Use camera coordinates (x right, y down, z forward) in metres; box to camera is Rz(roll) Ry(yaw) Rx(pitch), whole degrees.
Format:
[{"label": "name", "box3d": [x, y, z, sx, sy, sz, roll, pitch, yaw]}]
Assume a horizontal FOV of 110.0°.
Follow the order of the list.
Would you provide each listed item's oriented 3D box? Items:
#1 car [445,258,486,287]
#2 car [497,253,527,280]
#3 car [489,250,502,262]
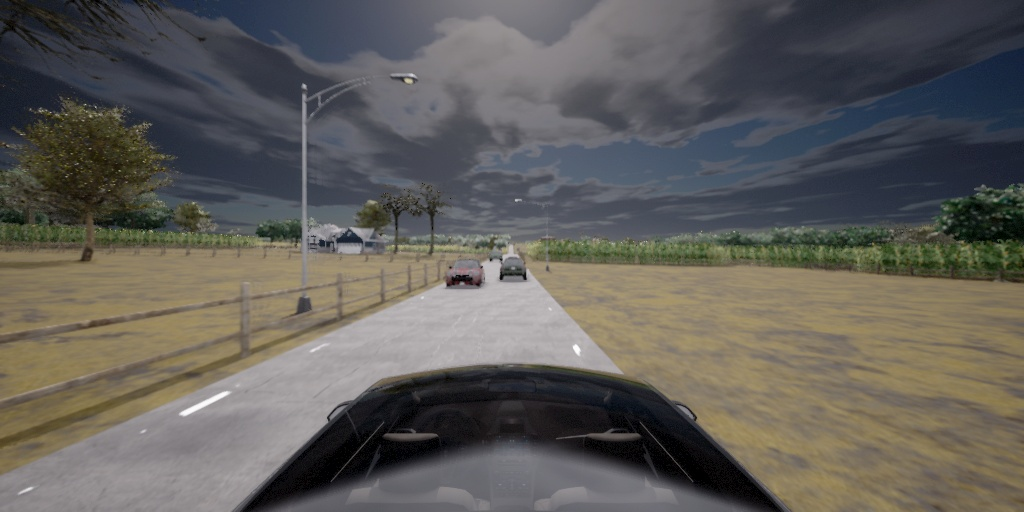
[{"label": "car", "box3d": [-2.851, 0.975, 22.736, 2.097, 1.767, 4.553, 0, 1, 0]}, {"label": "car", "box3d": [0.096, 0.894, 29.050, 2.097, 1.767, 4.553, 0, 1, 0]}, {"label": "car", "box3d": [-2.790, -0.021, 63.098, 2.150, 2.045, 5.566, 0, 2, 1]}]
